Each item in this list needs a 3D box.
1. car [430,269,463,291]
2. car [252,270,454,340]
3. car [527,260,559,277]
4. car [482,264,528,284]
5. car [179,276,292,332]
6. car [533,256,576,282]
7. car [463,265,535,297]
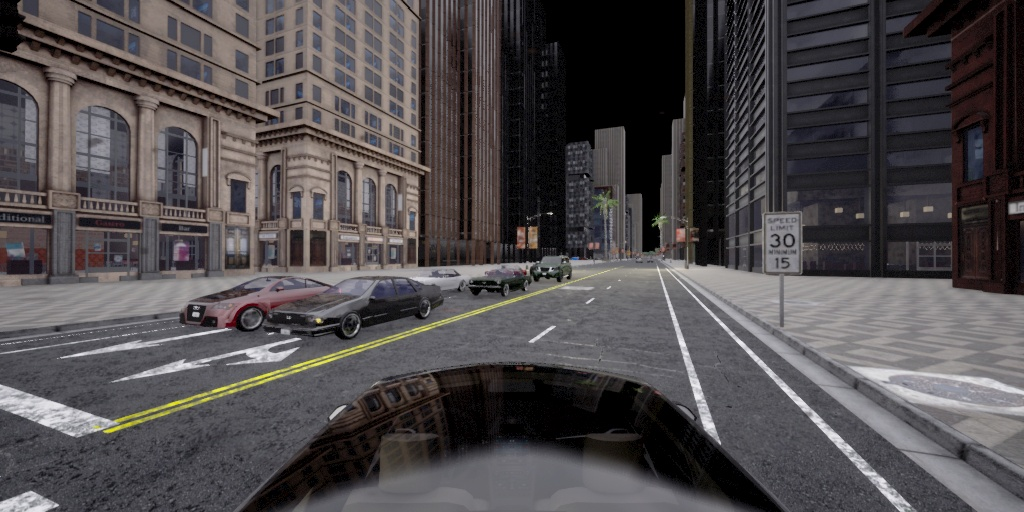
[{"bbox_3d":[-4.110,1.356,19.152,1.895,1.301,4.718,0,0,22],"label":"car"},{"bbox_3d":[-4.064,1.299,10.450,2.033,1.411,5.357,0,0,22],"label":"car"},{"bbox_3d":[3.363,1.250,37.884,1.882,1.535,5.008,0,0,22],"label":"car"},{"bbox_3d":[-0.435,1.363,28.411,1.895,1.301,4.718,0,0,22],"label":"car"},{"bbox_3d":[-7.335,1.315,11.006,1.994,1.385,4.181,0,0,22],"label":"car"},{"bbox_3d":[3.419,0.986,29.305,2.150,2.045,5.566,0,0,21],"label":"car"},{"bbox_3d":[-0.528,1.357,19.364,1.895,1.301,4.718,0,0,22],"label":"car"}]
